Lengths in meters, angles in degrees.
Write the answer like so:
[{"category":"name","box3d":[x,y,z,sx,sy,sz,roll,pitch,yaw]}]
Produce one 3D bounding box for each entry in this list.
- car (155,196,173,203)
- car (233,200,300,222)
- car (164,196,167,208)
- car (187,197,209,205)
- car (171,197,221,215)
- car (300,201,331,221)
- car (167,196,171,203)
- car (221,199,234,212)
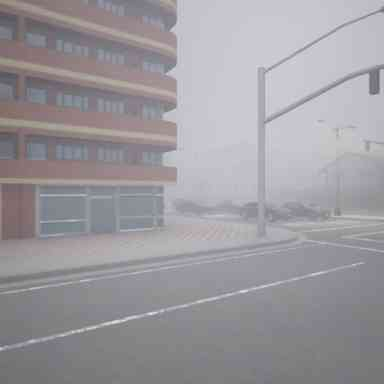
[{"category":"car","box3d":[-5.988,1.562,70.631,1.994,1.385,4.181,0,0,-35]},{"category":"car","box3d":[5.828,1.505,26.696,1.837,1.490,4.892,0,0,-34]},{"category":"car","box3d":[-5.407,1.547,43.025,2.033,1.411,5.357,0,0,-34]},{"category":"car","box3d":[1.055,1.564,60.433,1.994,1.385,4.181,0,0,-35]},{"category":"car","box3d":[0.306,1.545,34.726,2.033,1.411,5.357,0,0,-34]},{"category":"car","box3d":[9.264,1.526,27.901,1.812,1.442,4.674,0,0,-34]},{"category":"car","box3d":[-0.854,1.505,42.582,1.837,1.490,4.892,0,0,-35]},{"category":"car","box3d":[4.329,1.526,35.072,1.812,1.442,4.674,0,0,-34]}]
